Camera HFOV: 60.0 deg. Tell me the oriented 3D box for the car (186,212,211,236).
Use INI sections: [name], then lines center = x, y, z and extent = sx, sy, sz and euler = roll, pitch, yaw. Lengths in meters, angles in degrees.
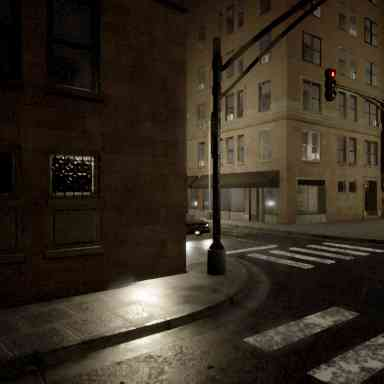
[car]
center = -1.298, 1.515, 17.757
extent = 2.033, 1.411, 5.357
euler = 0, 0, -36
